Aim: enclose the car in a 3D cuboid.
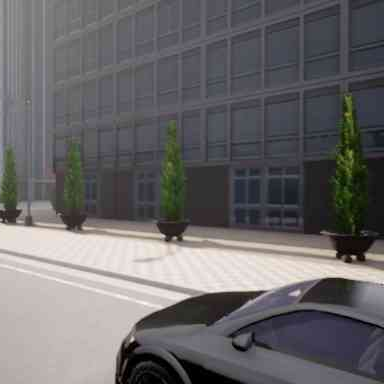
[{"bbox_3d":[1.237,1.562,3.110,4.181,1.385,1.994,0,0,36],"label":"car"}]
